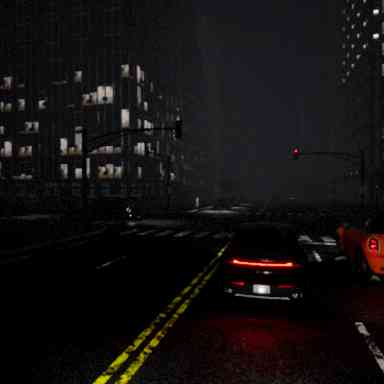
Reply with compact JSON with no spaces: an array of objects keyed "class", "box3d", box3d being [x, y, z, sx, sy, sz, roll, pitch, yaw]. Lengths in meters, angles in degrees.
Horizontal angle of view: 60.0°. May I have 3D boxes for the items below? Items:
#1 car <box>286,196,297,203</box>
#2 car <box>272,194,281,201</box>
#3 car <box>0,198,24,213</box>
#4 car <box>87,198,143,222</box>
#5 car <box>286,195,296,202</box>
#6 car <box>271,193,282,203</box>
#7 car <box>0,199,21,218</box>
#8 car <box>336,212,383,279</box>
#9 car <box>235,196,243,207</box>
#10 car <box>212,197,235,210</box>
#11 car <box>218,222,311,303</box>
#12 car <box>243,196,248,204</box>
[{"class":"car","box3d":[20.985,1.544,69.516,2.128,1.511,4.902,0,0,14]},{"class":"car","box3d":[20.409,1.327,80.328,1.882,1.535,5.008,0,0,14]},{"class":"car","box3d":[-17.776,1.306,30.344,5.008,1.535,1.882,1,1,16]},{"class":"car","box3d":[-6.114,1.303,26.381,4.553,1.767,2.097,1,1,24]},{"class":"car","box3d":[23.556,1.557,79.515,2.033,1.411,5.357,0,0,14]},{"class":"car","box3d":[17.817,1.237,70.269,2.150,2.045,5.566,0,0,14]},{"class":"car","box3d":[-16.741,1.452,27.241,4.313,1.339,1.947,1,0,16]},{"class":"car","box3d":[5.735,1.360,9.964,2.097,1.767,4.553,0,0,15]},{"class":"car","box3d":[6.515,1.526,52.844,1.837,1.490,4.892,0,0,14]},{"class":"car","box3d":[3.949,1.546,42.882,1.812,1.442,4.674,0,0,14]},{"class":"car","box3d":[1.863,1.511,8.364,1.837,1.490,4.892,0,0,14]},{"class":"car","box3d":[9.765,1.546,65.220,1.812,1.442,4.674,0,0,15]}]
